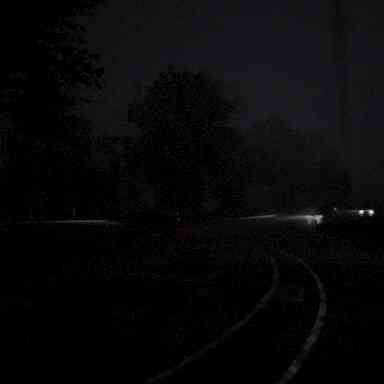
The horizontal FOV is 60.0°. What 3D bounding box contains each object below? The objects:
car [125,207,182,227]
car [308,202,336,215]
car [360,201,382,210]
[{"bbox_3d":[-3.178,1.951,26.713,4.902,1.511,2.128,-1,-1,27],"label":"car"},{"bbox_3d":[15.688,1.963,40.139,2.128,1.511,4.902,-1,-1,45],"label":"car"},{"bbox_3d":[28.561,2.139,53.095,4.718,1.301,1.895,0,-1,-45],"label":"car"}]
